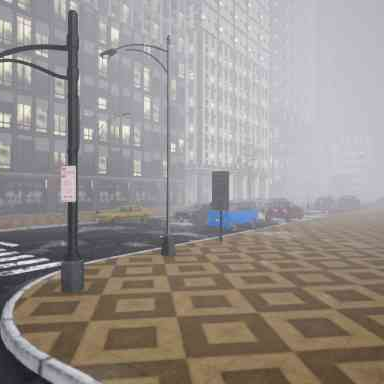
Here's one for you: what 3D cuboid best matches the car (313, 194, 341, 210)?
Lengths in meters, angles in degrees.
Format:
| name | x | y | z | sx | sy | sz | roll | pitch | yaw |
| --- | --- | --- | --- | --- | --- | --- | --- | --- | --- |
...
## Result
| name | x | y | z | sx | sy | sz | roll | pitch | yaw |
| --- | --- | --- | --- | --- | --- | --- | --- | --- | --- |
| car | 17.907 | 1.400 | 44.449 | 2.097 | 1.767 | 4.553 | 0 | 0 | 38 |

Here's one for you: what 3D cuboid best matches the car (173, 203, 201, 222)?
| name | x | y | z | sx | sy | sz | roll | pitch | yaw |
| --- | --- | --- | --- | --- | --- | --- | --- | --- | --- |
| car | 0.814 | 1.570 | 27.058 | 2.033 | 1.411 | 5.357 | 0 | 0 | 38 |

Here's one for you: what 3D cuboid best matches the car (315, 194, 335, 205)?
| name | x | y | z | sx | sy | sz | roll | pitch | yaw |
| --- | --- | --- | --- | --- | --- | --- | --- | --- | --- |
| car | 25.025 | 1.381 | 62.591 | 2.192 | 1.841 | 5.009 | 0 | 0 | 38 |

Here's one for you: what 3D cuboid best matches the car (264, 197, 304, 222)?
| name | x | y | z | sx | sy | sz | roll | pitch | yaw |
| --- | --- | --- | --- | --- | --- | --- | --- | --- | --- |
| car | 7.534 | 1.472 | 26.910 | 1.967 | 1.590 | 4.097 | 0 | 0 | 38 |

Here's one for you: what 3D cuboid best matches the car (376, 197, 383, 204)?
| name | x | y | z | sx | sy | sz | roll | pitch | yaw |
| --- | --- | --- | --- | --- | --- | --- | --- | --- | --- |
| car | 38.053 | 1.658 | 66.607 | 1.947 | 1.339 | 4.313 | 0 | 0 | 38 |

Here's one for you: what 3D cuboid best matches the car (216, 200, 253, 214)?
| name | x | y | z | sx | sy | sz | roll | pitch | yaw |
| --- | --- | --- | --- | --- | --- | --- | --- | --- | --- |
| car | 4.678 | 1.571 | 36.125 | 1.887 | 1.381 | 4.507 | 0 | 0 | 38 |

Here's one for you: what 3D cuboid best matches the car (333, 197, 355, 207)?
| name | x | y | z | sx | sy | sz | roll | pitch | yaw |
| --- | --- | --- | --- | --- | --- | --- | --- | --- | --- |
| car | 23.956 | 1.552 | 52.312 | 2.128 | 1.511 | 4.902 | 0 | 0 | 37 |

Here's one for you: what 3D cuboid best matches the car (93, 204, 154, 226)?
| name | x | y | z | sx | sy | sz | roll | pitch | yaw |
| --- | --- | --- | --- | --- | --- | --- | --- | --- | --- |
| car | -4.816 | 1.540 | 23.987 | 1.752 | 1.417 | 4.829 | 0 | 0 | 38 |

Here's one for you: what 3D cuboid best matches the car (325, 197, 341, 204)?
| name | x | y | z | sx | sy | sz | roll | pitch | yaw |
| --- | --- | --- | --- | --- | --- | --- | --- | --- | --- |
| car | 28.416 | 1.625 | 67.001 | 2.008 | 1.369 | 4.403 | 0 | 0 | 38 |

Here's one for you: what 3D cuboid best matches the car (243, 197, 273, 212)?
| name | x | y | z | sx | sy | sz | roll | pitch | yaw |
| --- | --- | --- | --- | --- | --- | --- | --- | --- | --- |
| car | 8.069 | 1.471 | 40.536 | 1.967 | 1.590 | 4.097 | 0 | 0 | 38 |

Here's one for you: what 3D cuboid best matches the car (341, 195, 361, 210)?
| name | x | y | z | sx | sy | sz | roll | pitch | yaw |
| --- | --- | --- | --- | --- | --- | --- | --- | --- | --- |
| car | 21.098 | 1.368 | 44.554 | 2.192 | 1.841 | 5.009 | 0 | 0 | 38 |

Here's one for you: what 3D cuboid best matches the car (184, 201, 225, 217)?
| name | x | y | z | sx | sy | sz | roll | pitch | yaw |
| --- | --- | --- | --- | --- | --- | --- | --- | --- | --- |
| car | 1.287 | 1.604 | 31.714 | 1.802 | 1.307 | 4.206 | 0 | 0 | 38 |

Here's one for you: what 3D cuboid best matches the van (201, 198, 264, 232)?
| name | x | y | z | sx | sy | sz | roll | pitch | yaw |
| --- | --- | --- | --- | --- | --- | --- | --- | --- | --- |
| van | 2.576 | 1.368 | 20.278 | 1.690 | 1.788 | 3.998 | 0 | 0 | 38 |
